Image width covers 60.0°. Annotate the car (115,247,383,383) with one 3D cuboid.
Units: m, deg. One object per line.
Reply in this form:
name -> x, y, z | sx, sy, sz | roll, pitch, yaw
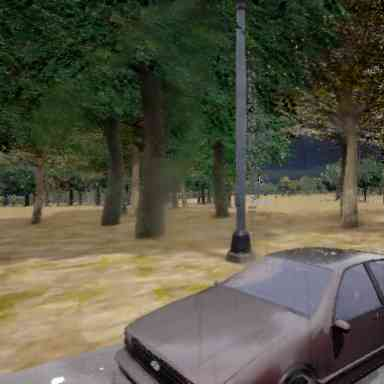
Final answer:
car -> 1.756, 1.545, 4.632 | 5.357, 1.411, 2.033 | 0, 0, -36
